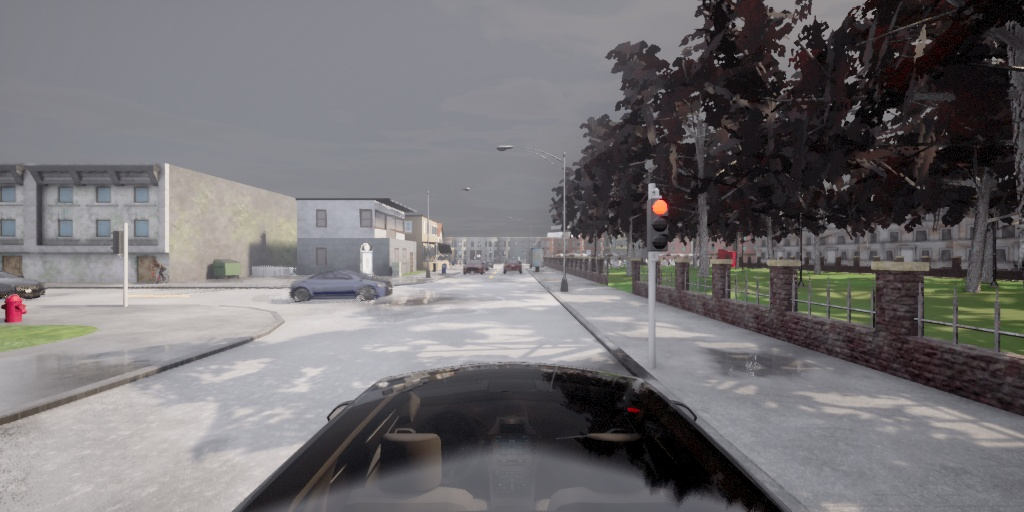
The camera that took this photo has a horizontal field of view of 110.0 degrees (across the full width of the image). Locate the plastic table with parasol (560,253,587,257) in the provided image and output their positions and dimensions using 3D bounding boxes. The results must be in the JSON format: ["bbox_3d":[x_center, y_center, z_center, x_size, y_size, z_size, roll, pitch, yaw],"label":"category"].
[{"bbox_3d":[9.959,0.684,57.757,2.482,2.480,2.482,0,0,-40],"label":"plastic table with parasol"}]

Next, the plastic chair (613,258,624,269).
[{"bbox_3d":[16.012,1.296,54.021,0.750,1.272,0.730,0,0,-40],"label":"plastic chair"}]

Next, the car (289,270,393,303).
[{"bbox_3d":[-7.621,1.314,16.225,4.181,1.385,1.994,0,0,-8],"label":"car"}]

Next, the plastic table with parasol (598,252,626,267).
[{"bbox_3d":[15.279,0.694,55.020,2.482,2.480,2.482,0,0,-40],"label":"plastic table with parasol"}]

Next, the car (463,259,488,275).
[{"bbox_3d":[-4.109,1.102,39.527,2.097,1.767,4.553,0,0,0],"label":"car"}]

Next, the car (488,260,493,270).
[{"bbox_3d":[-4.108,1.297,49.042,2.033,1.411,5.357,0,0,0],"label":"car"}]

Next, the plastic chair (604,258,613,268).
[{"bbox_3d":[14.306,1.306,54.117,0.730,1.272,0.750,0,0,-35],"label":"plastic chair"}]

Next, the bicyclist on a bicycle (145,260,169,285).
[{"bbox_3d":[-23.867,1.098,24.144,0.582,1.620,1.656,0,0,0],"label":"bicyclist on a bicycle"}]

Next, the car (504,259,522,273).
[{"bbox_3d":[0.091,1.102,43.334,2.097,1.767,4.553,0,0,0],"label":"car"}]

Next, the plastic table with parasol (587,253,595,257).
[{"bbox_3d":[14.655,0.673,63.233,2.482,2.480,2.482,0,0,-42],"label":"plastic table with parasol"}]

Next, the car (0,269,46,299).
[{"bbox_3d":[-23.649,1.251,15.746,4.892,1.490,1.837,1,0,0],"label":"car"}]
